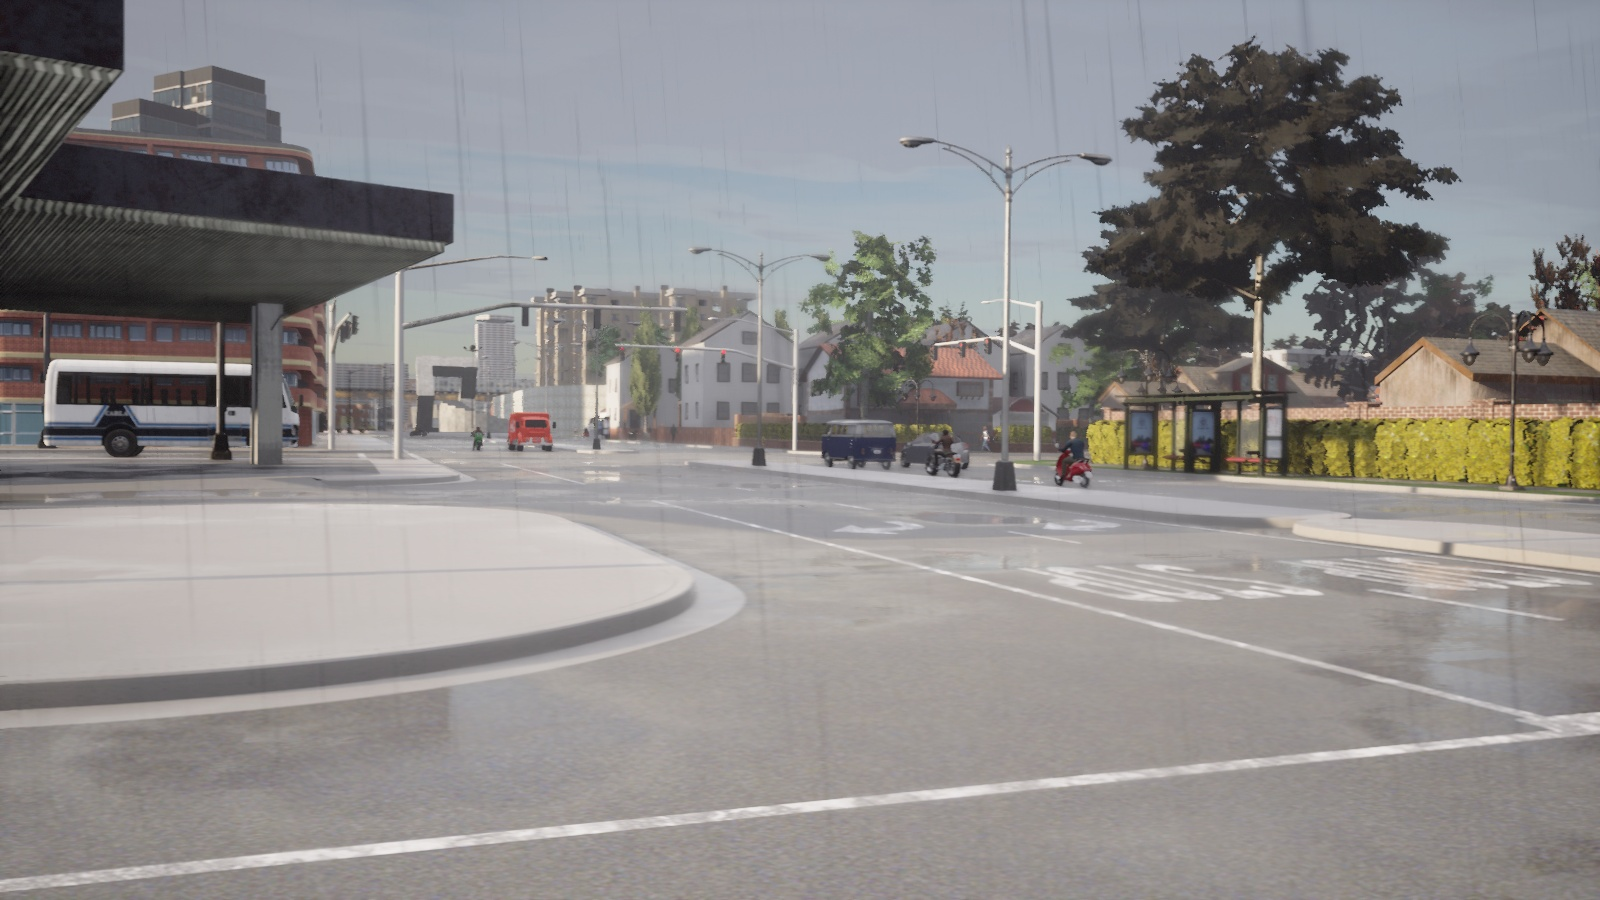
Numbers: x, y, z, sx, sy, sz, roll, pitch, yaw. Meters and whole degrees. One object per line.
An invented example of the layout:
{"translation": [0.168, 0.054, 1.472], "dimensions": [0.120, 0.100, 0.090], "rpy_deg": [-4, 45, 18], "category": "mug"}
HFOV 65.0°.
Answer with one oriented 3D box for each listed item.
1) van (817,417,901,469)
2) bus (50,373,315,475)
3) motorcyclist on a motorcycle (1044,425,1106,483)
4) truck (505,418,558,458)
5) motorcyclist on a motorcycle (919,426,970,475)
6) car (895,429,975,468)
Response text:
{"translation": [2.316, -0.288, 50.437], "dimensions": [1.775, 1.987, 4.442], "rpy_deg": [-1, 1, -20], "category": "van"}
{"translation": [-27.239, -1.189, 56.176], "dimensions": [10.273, 4.253, 3.944], "rpy_deg": [-1, 1, -21], "category": "bus"}
{"translation": [7.762, 0.094, 35.547], "dimensions": [0.866, 1.590, 1.817], "rpy_deg": [-1, 1, -20], "category": "motorcyclist on a motorcycle"}
{"translation": [-17.334, -0.805, 80.875], "dimensions": [2.627, 2.467, 5.204], "rpy_deg": [-1, 1, -20], "category": "truck"}
{"translation": [4.951, -0.003, 43.237], "dimensions": [0.766, 1.649, 2.350], "rpy_deg": [-1, 1, -20], "category": "motorcyclist on a motorcycle"}
{"translation": [5.530, -0.085, 51.849], "dimensions": [1.845, 1.501, 3.633], "rpy_deg": [-1, 1, -20], "category": "car"}
